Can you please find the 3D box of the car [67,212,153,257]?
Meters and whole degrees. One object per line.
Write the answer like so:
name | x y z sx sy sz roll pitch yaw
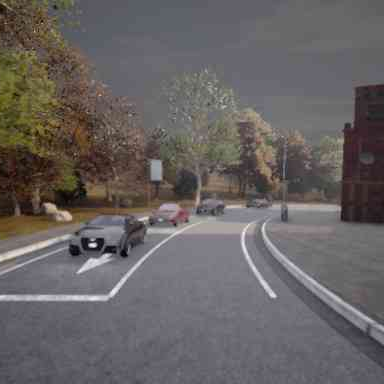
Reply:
car | -3.044 1.526 12.773 1.994 1.385 4.181 0 0 5

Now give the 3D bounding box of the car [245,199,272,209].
car | 9.254 1.637 45.828 2.033 1.411 5.357 4 2 36

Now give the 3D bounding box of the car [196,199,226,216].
car | 1.913 1.430 32.611 1.837 1.490 4.892 2 1 22

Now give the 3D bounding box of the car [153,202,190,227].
car | -1.384 1.451 22.767 1.812 1.442 4.674 1 0 14
